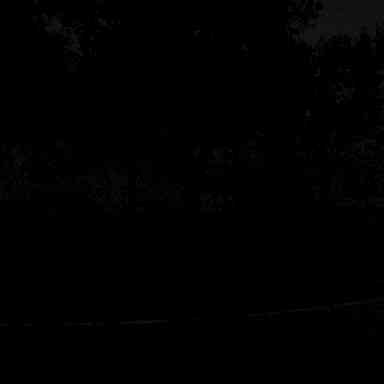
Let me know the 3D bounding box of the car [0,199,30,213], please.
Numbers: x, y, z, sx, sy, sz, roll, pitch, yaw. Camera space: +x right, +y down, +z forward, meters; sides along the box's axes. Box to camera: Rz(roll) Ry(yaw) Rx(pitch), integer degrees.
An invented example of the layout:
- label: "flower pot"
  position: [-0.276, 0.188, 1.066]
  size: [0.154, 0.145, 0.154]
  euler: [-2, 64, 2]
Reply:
- label: "car"
  position: [-18.996, 1.505, 33.672]
  size: [1.837, 1.490, 4.892]
  euler: [0, 0, 35]
